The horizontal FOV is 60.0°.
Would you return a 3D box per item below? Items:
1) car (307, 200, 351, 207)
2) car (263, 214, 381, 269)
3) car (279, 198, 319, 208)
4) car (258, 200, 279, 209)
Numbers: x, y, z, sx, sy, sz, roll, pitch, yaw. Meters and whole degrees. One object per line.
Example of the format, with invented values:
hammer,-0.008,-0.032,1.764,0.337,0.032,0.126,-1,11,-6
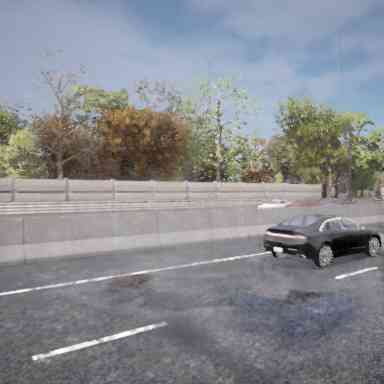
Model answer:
car,13.301,1.652,30.549,5.357,1.411,2.033,0,0,-35
car,4.538,1.502,11.285,4.902,1.511,2.128,0,0,-35
car,11.293,1.410,33.417,4.553,1.767,2.097,0,0,-35
car,9.207,1.575,36.229,4.674,1.442,1.812,0,0,-35
